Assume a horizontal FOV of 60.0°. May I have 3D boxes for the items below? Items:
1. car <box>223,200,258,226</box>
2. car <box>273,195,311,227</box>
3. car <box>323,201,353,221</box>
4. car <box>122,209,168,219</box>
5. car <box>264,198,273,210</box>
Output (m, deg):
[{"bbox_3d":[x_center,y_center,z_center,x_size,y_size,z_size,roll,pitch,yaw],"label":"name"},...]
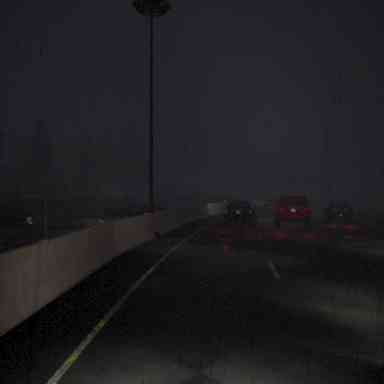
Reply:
[{"bbox_3d":[3.491,1.340,23.486,2.097,1.767,4.553,0,0,14],"label":"car"},{"bbox_3d":[6.878,1.221,22.864,2.150,2.045,5.566,0,0,15],"label":"car"},{"bbox_3d":[11.849,1.502,27.069,2.128,1.511,4.902,0,0,18],"label":"car"},{"bbox_3d":[-3.463,1.569,25.482,1.895,1.301,4.718,0,0,15],"label":"car"},{"bbox_3d":[10.280,1.499,41.457,1.837,1.490,4.892,0,0,26],"label":"car"}]
